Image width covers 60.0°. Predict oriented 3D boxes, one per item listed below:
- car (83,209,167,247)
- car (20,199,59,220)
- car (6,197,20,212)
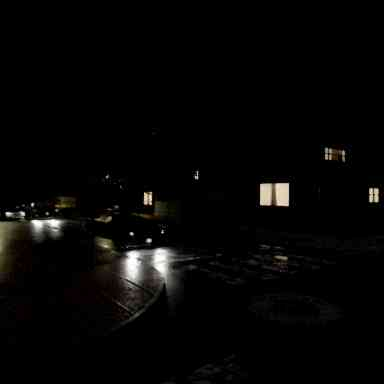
[{"bbox_3d":[-3.270,1.496,15.073,2.033,1.411,5.357,1,0,-37],"label":"car"},{"bbox_3d":[-12.154,1.464,26.765,1.994,1.385,4.181,1,0,-37],"label":"car"},{"bbox_3d":[-19.764,1.365,36.825,1.837,1.490,4.892,1,0,-37],"label":"car"}]
